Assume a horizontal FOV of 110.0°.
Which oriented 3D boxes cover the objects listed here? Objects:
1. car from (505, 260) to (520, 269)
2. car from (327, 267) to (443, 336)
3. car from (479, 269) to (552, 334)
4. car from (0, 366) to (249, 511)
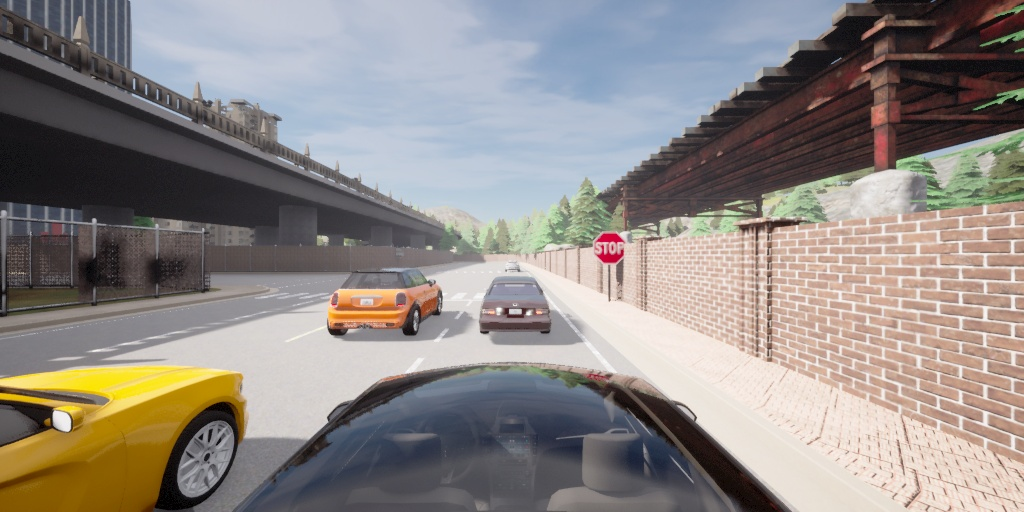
[{"bbox_3d":[0.053,1.276,46.215,1.812,1.442,4.674,0,0,-1],"label":"car"},{"bbox_3d":[-3.427,1.102,10.576,2.097,1.767,4.553,0,0,0],"label":"car"},{"bbox_3d":[0.074,1.297,10.600,2.033,1.411,5.357,0,0,0],"label":"car"},{"bbox_3d":[-3.398,1.228,1.319,1.882,1.535,5.008,0,0,0],"label":"car"}]
